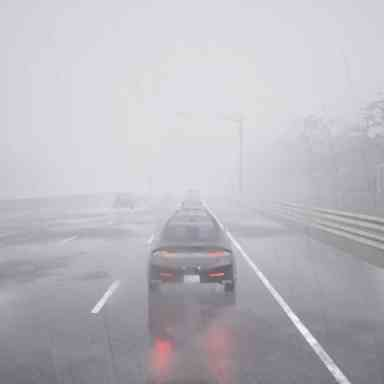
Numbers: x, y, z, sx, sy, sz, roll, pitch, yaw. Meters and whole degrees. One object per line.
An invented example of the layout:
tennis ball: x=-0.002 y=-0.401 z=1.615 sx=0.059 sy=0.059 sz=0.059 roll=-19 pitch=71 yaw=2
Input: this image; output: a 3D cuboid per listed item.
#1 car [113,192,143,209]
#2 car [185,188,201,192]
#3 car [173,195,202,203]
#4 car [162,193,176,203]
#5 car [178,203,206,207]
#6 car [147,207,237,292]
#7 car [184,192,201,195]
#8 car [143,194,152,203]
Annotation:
car: x=-6.906 y=0.821 z=35.462 sx=2.097 sy=1.767 sz=4.553 roll=0 pitch=1 yaw=0
car: x=0.090 y=0.486 z=48.255 sx=2.150 sy=2.045 sz=5.566 roll=0 pitch=1 yaw=1
car: x=-0.002 y=1.196 z=23.514 sx=2.033 sy=1.411 sz=5.357 roll=0 pitch=1 yaw=0
car: x=-3.401 y=0.800 z=48.919 sx=2.033 sy=1.411 sz=5.357 roll=0 pitch=1 yaw=0
car: x=-0.003 y=1.378 z=14.857 sx=1.895 sy=1.301 sz=4.718 roll=0 pitch=1 yaw=0
car: x=-0.003 y=1.361 z=8.566 sx=2.128 sy=1.511 sz=4.902 roll=0 pitch=1 yaw=0
car: x=0.095 y=1.017 z=36.323 sx=1.994 sy=1.385 sz=4.181 roll=0 pitch=1 yaw=0
car: x=-6.907 y=0.880 z=47.323 sx=1.895 sy=1.301 sz=4.718 roll=0 pitch=1 yaw=0
